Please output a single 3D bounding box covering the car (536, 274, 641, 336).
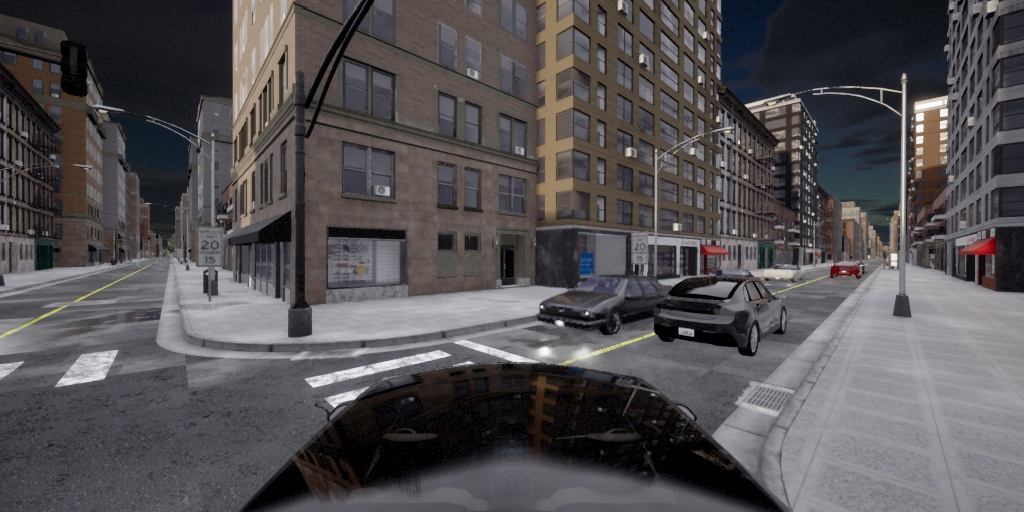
[{"bbox_3d":[3.104,1.268,10.665,5.357,1.411,2.033,0,0,-44],"label":"car"}]

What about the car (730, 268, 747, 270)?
[{"bbox_3d":[10.843,1.310,17.999,4.718,1.301,1.895,0,0,-44],"label":"car"}]

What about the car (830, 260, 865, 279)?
[{"bbox_3d":[30.069,1.180,32.236,5.008,1.535,1.882,0,0,-43],"label":"car"}]

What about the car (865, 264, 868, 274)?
[{"bbox_3d":[37.629,1.194,39.458,4.902,1.511,2.128,0,0,-43],"label":"car"}]

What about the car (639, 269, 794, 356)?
[{"bbox_3d":[5.174,1.242,8.695,4.892,1.490,1.837,0,0,-44],"label":"car"}]

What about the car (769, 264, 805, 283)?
[{"bbox_3d":[20.870,1.295,27.502,4.718,1.301,1.895,0,0,-43],"label":"car"}]
